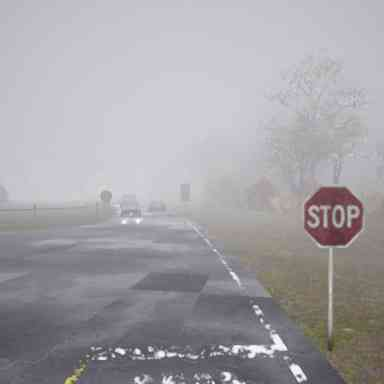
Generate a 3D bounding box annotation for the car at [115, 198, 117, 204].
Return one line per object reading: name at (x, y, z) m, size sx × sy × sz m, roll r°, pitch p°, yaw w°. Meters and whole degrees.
car at (-12.254, 1.449, 57.817) m, size 2.128 × 1.511 × 4.902 m, roll 0°, pitch 0°, yaw -18°

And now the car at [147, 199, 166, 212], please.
car at (-4.151, 1.534, 38.696) m, size 1.994 × 1.385 × 4.181 m, roll 0°, pitch 0°, yaw -12°

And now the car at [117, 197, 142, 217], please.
car at (-5.817, 1.526, 31.824) m, size 2.033 × 1.411 × 5.357 m, roll 0°, pitch 0°, yaw -10°

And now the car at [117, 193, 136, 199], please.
car at (-8.448, 1.191, 44.284) m, size 2.150 × 2.045 × 5.566 m, roll 0°, pitch 0°, yaw -14°
